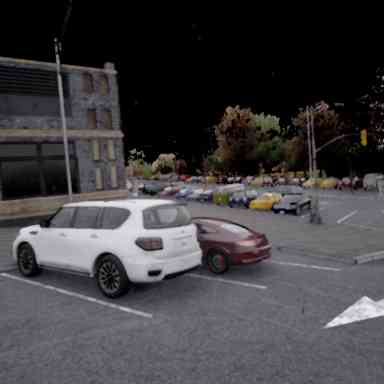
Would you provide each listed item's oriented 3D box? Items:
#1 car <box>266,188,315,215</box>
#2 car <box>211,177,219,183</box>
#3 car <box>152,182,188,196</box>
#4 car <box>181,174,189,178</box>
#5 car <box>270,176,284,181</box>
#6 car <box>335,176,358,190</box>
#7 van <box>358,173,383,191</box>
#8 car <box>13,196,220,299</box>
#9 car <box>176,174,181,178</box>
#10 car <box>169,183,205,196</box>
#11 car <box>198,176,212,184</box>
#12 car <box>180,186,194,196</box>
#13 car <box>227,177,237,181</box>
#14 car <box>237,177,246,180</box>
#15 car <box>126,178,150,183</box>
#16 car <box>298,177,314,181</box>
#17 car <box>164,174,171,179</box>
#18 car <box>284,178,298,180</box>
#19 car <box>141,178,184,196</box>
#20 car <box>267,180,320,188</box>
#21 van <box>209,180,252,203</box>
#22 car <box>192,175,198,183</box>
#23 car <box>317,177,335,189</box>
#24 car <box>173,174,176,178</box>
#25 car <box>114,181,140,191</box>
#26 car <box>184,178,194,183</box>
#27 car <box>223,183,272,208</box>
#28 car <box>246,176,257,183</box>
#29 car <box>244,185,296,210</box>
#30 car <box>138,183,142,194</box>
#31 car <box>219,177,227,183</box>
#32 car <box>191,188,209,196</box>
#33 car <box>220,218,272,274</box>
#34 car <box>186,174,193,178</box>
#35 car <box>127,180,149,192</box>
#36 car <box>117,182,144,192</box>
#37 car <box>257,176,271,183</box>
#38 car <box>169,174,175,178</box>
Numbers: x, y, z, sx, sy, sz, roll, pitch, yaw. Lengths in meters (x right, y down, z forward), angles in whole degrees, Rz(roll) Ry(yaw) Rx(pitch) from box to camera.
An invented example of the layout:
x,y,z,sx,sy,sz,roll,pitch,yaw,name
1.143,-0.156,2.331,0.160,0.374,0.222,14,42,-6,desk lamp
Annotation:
x,y,z,sx,sy,sz,roll,pitch,yaw,name
8.454,0.892,27.551,2.163,1.488,4.792,0,7,40,car
6.965,-2.404,69.312,2.163,1.488,4.792,1,6,44,car
-3.034,-0.105,48.736,2.002,1.452,4.674,1,7,42,car
0.467,-3.114,82.533,5.366,1.575,1.946,-7,6,-44,car
15.036,-1.602,53.486,2.002,1.452,4.674,1,5,42,car
20.715,-1.273,43.082,2.185,1.767,4.553,1,5,41,car
22.124,-1.246,40.439,1.878,1.987,4.442,1,6,41,van
-2.375,1.227,8.662,5.566,2.045,2.435,-1,0,35,car
-0.641,-3.524,85.366,5.566,2.045,2.435,-7,6,-44,car
-0.218,0.152,43.402,2.002,1.452,4.674,0,6,42,car
4.360,-2.704,74.609,2.097,1.535,5.008,1,6,45,car
1.226,0.277,40.747,2.002,1.452,4.674,1,7,41,car
9.572,-2.161,63.981,2.097,1.535,5.008,1,6,44,car
10.938,-2.157,61.357,2.185,1.767,4.553,2,6,43,car
-11.117,-1.080,64.938,2.185,1.767,4.553,1,7,44,car
17.744,-1.380,48.143,1.946,1.575,5.366,1,6,41,car
-4.479,-3.689,93.343,5.366,1.575,1.946,-7,6,-44,car
16.442,-1.477,50.883,2.002,1.452,4.674,1,5,42,car
-4.434,-0.528,51.417,2.435,2.045,5.566,0,7,43,car
10.303,0.066,34.208,2.097,1.767,4.553,-6,5,-29,car
4.192,0.247,35.529,1.878,1.987,4.442,0,6,41,van
3.071,-2.967,77.260,2.185,1.767,4.553,1,6,45,car
19.417,-1.291,45.835,1.946,1.575,5.366,1,5,41,car
-1.897,-3.383,88.045,4.792,1.488,2.163,-7,6,-44,car
-13.712,-1.234,70.390,2.097,1.535,5.008,0,7,45,car
-2.135,-1.041,57.371,2.097,1.767,4.553,-6,5,-26,car
5.588,0.484,32.797,2.185,1.767,4.553,0,6,40,car
12.401,-1.918,58.855,1.946,1.575,5.366,1,6,43,car
7.235,0.699,30.352,1.946,1.575,5.366,0,6,40,car
-5.809,-0.406,54.102,2.097,1.535,5.008,0,7,43,car
8.236,-2.262,66.604,2.163,1.488,4.792,2,6,44,car
2.663,0.364,38.094,2.231,1.521,4.892,0,6,41,car
0.123,1.509,10.385,4.674,1.452,2.002,-1,0,35,car
1.837,-2.984,79.973,4.892,1.521,2.231,-7,6,-44,car
-8.492,-0.677,59.504,2.097,1.535,5.008,1,7,44,car
-12.412,-1.093,67.669,2.231,1.521,4.892,1,7,45,car
13.621,-1.892,56.066,2.185,1.767,4.553,1,6,43,car
-3.094,-3.532,90.796,4.792,1.488,2.163,-7,6,-44,car
